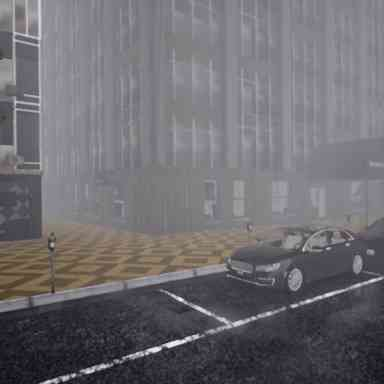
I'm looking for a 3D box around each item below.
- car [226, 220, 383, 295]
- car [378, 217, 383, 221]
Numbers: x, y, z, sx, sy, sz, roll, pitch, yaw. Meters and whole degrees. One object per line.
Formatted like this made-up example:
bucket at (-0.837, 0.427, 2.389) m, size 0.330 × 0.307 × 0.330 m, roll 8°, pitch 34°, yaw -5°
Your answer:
car at (2.838, 1.544, 8.619) m, size 4.403 × 1.369 × 2.008 m, roll 0°, pitch 0°, yaw -36°
car at (7.455, 1.553, 11.934) m, size 4.313 × 1.339 × 1.947 m, roll 0°, pitch 0°, yaw -36°
